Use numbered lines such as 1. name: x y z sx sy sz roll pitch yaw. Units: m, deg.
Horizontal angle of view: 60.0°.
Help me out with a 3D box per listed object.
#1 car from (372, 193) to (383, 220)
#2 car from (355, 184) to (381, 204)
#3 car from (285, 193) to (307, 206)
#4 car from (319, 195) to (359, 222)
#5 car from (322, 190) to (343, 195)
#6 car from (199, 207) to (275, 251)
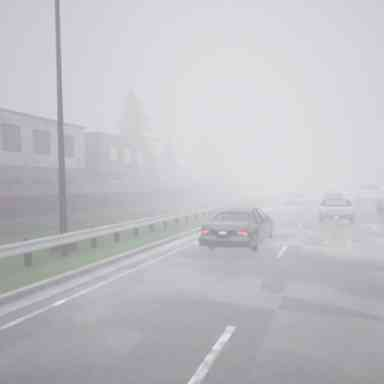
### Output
1. car: 12.699 0.970 20.617 1.895 1.301 4.718 -1 1 22
2. car: 18.992 0.177 35.962 2.150 2.045 5.566 -1 0 22
3. car: 10.878 0.761 34.609 1.895 1.301 4.718 -1 1 22
4. car: 8.843 1.055 20.432 1.895 1.301 4.718 -1 1 22
5. car: 15.595 0.499 36.896 1.882 1.535 5.008 -1 1 22
6. car: 1.931 1.282 12.814 2.033 1.411 5.357 -1 1 22
